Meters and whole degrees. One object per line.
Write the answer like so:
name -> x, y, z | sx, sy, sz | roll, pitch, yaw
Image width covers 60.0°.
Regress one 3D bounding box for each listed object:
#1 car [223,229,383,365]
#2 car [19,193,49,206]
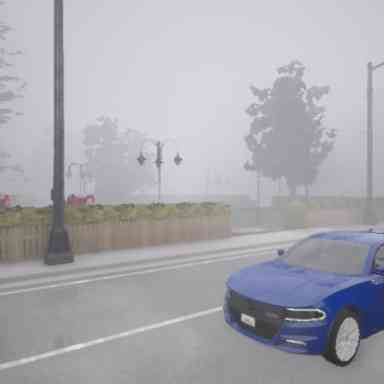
car -> 2.796, 1.477, 5.991 | 5.008, 1.535, 1.882 | 0, 0, -36
car -> -26.137, 1.255, 53.828 | 5.566, 2.045, 2.150 | 0, 0, -35
